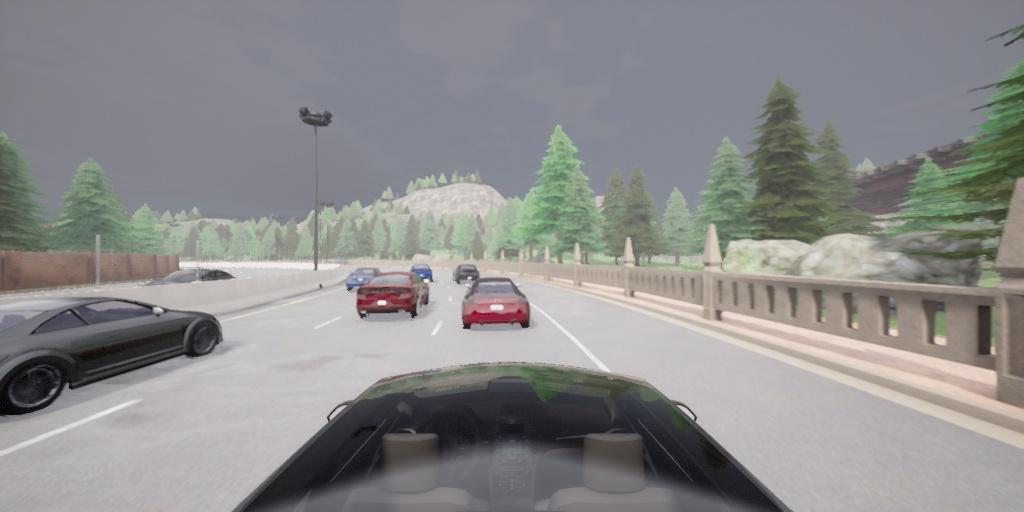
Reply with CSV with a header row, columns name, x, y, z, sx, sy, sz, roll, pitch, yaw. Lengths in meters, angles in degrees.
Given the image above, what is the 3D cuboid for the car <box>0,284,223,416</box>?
name,x,y,z,sx,sy,sz,roll,pitch,yaw
car,-7.183,1.369,6.016,1.994,1.385,4.181,0,0,-3

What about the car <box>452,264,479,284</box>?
name,x,y,z,sx,sy,sz,roll,pitch,yaw
car,-3.772,1.424,29.256,1.837,1.490,4.892,0,0,-14

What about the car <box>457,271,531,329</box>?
name,x,y,z,sx,sy,sz,roll,pitch,yaw
car,-0.598,1.372,11.672,1.994,1.385,4.181,0,0,-6

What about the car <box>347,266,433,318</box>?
name,x,y,z,sx,sy,sz,roll,pitch,yaw
car,-4.282,1.312,13.543,1.882,1.535,5.008,0,0,-6

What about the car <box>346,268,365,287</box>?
name,x,y,z,sx,sy,sz,roll,pitch,yaw
car,-9.515,1.461,23.650,2.033,1.411,5.357,0,0,-13

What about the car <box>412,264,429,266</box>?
name,x,y,z,sx,sy,sz,roll,pitch,yaw
car,-8.093,1.430,31.679,1.882,1.535,5.008,0,0,-17

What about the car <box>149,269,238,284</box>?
name,x,y,z,sx,sy,sz,roll,pitch,yaw
car,-15.402,1.405,17.425,1.837,1.490,4.892,0,0,-10
